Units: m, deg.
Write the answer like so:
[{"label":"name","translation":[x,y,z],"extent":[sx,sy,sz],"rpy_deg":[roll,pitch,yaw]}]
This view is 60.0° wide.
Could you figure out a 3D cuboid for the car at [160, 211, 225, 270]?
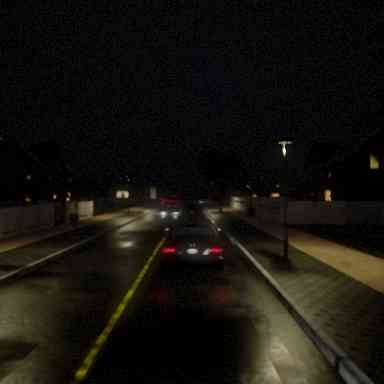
[{"label":"car","translation":[0.028,1.588,11.119],"extent":[2.033,1.411,5.357],"rpy_deg":[0,0,0]}]

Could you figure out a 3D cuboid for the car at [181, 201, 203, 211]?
[{"label":"car","translation":[0.028,1.617,31.046],"extent":[1.882,1.535,5.008],"rpy_deg":[0,-1,0]}]

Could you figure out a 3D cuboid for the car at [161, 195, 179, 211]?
[{"label":"car","translation":[-2.886,1.447,44.346],"extent":[2.150,2.045,5.566],"rpy_deg":[0,-1,0]}]
